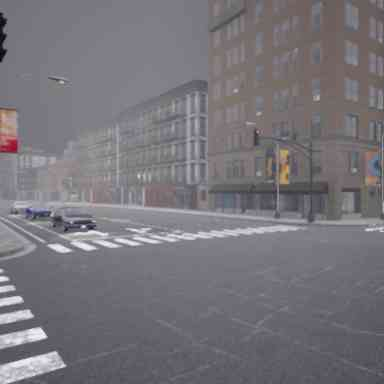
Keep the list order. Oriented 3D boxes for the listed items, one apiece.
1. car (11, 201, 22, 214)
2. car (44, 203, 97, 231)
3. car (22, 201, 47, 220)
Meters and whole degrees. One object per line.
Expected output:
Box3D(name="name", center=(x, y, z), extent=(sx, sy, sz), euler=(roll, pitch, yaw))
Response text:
Box3D(name="car", center=(-19.808, 1.769, 38.719), extent=(1.812, 1.442, 4.674), euler=(0, 0, -36))
Box3D(name="car", center=(-8.006, 1.709, 22.103), extent=(2.033, 1.411, 5.357), euler=(0, 0, -35))
Box3D(name="car", center=(-13.937, 1.680, 30.542), extent=(1.882, 1.535, 5.008), euler=(0, 0, -35))
